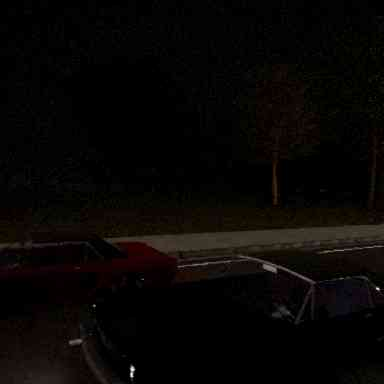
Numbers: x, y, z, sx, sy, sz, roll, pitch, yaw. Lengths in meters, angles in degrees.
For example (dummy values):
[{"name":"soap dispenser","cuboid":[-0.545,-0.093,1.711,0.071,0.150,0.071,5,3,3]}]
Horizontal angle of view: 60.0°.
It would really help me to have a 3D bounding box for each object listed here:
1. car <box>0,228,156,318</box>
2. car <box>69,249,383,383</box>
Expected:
[{"name":"car","cuboid":[-2.734,1.357,5.910,4.718,1.301,1.895,1,2,-28]},{"name":"car","cuboid":[1.084,1.512,4.261,4.718,1.301,1.895,1,2,-28]}]
